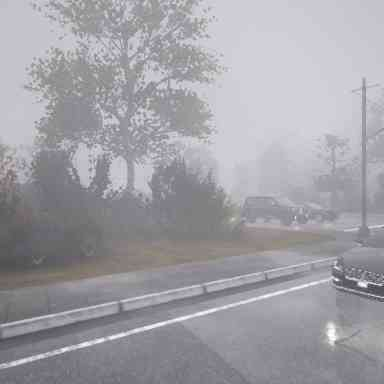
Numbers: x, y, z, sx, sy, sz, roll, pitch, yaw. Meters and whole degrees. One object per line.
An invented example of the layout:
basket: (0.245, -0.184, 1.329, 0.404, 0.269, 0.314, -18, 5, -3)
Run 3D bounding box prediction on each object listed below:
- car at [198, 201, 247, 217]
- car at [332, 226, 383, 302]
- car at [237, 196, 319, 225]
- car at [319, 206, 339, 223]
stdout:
car: (3.083, 1.705, 34.178, 1.882, 1.535, 5.008, 0, -1, -43)
car: (5.206, 1.505, 7.721, 4.892, 1.490, 1.837, 0, 0, -36)
car: (6.235, 1.316, 25.123, 2.150, 2.045, 5.566, 0, -1, -37)
car: (9.270, 1.566, 26.866, 1.882, 1.535, 5.008, 0, -1, -39)
